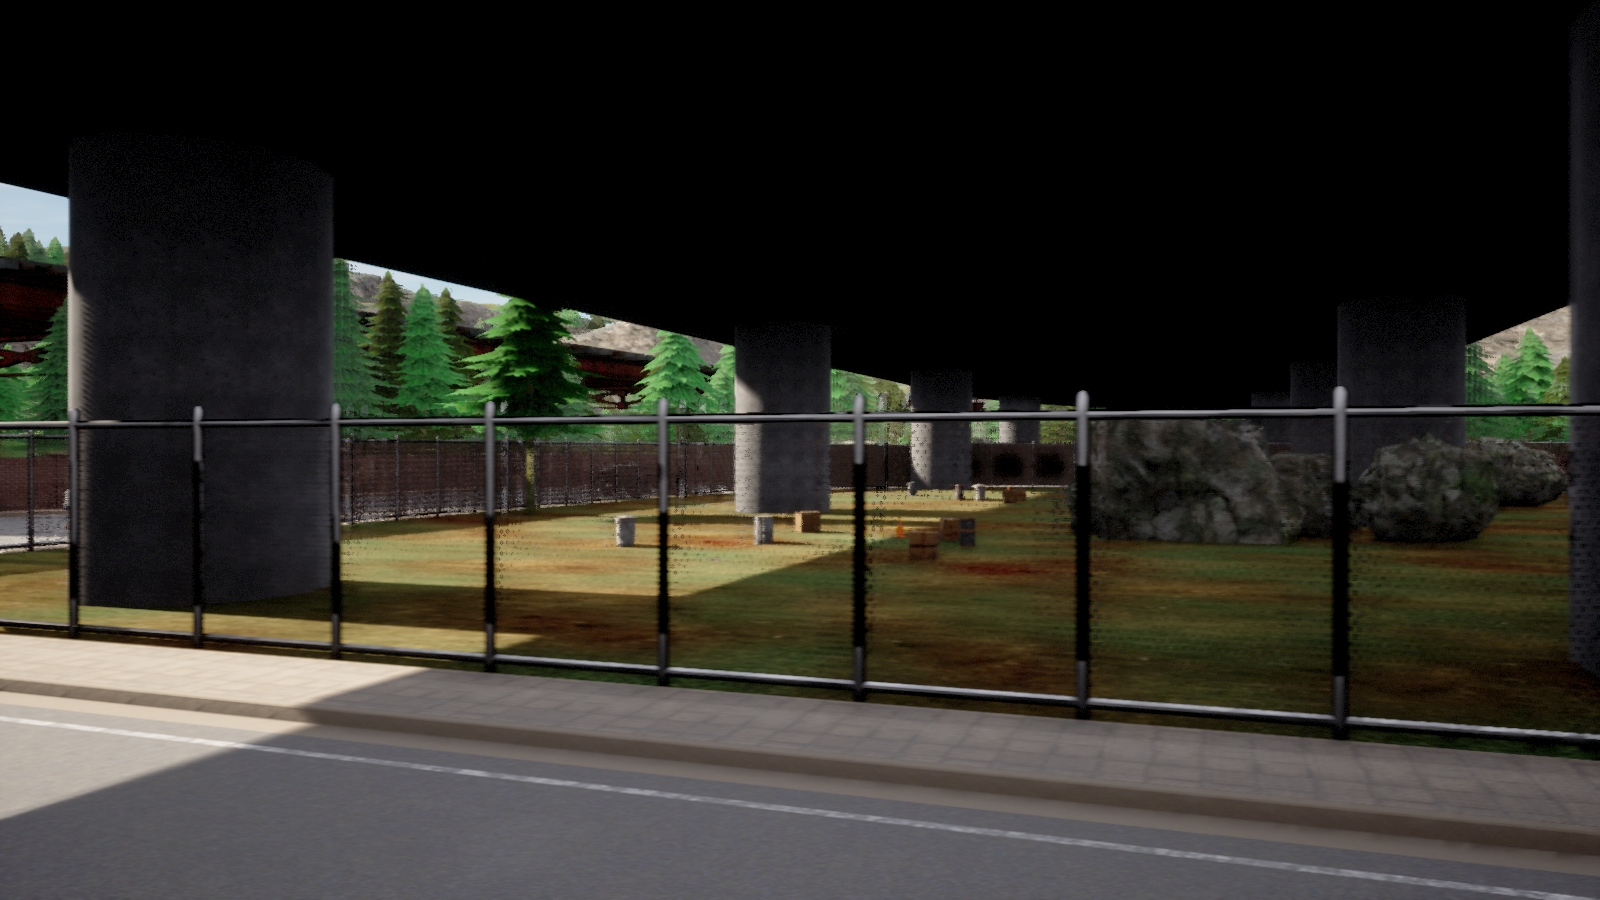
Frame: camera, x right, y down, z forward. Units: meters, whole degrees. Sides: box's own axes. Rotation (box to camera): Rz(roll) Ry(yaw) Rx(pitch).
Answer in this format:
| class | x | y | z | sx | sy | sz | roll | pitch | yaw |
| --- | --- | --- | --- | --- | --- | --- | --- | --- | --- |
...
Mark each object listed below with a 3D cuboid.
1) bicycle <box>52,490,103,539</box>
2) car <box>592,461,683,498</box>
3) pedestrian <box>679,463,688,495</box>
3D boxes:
| class | x | y | z | sx | sy | sz | roll | pitch | yaw |
| --- | --- | --- | --- | --- | --- | --- | --- | --- | --- |
| bicycle | -23.244 | 2.055 | 36.801 | 0.373 | 1.496 | 1.643 | -1 | -1 | 10 |
| car | -9.875 | 1.753 | 70.130 | 2.390 | 2.098 | 6.274 | 0 | 0 | 27 |
| pedestrian | -6.861 | 1.695 | 67.037 | 0.375 | 1.860 | 0.375 | 0 | 0 | 37 |
